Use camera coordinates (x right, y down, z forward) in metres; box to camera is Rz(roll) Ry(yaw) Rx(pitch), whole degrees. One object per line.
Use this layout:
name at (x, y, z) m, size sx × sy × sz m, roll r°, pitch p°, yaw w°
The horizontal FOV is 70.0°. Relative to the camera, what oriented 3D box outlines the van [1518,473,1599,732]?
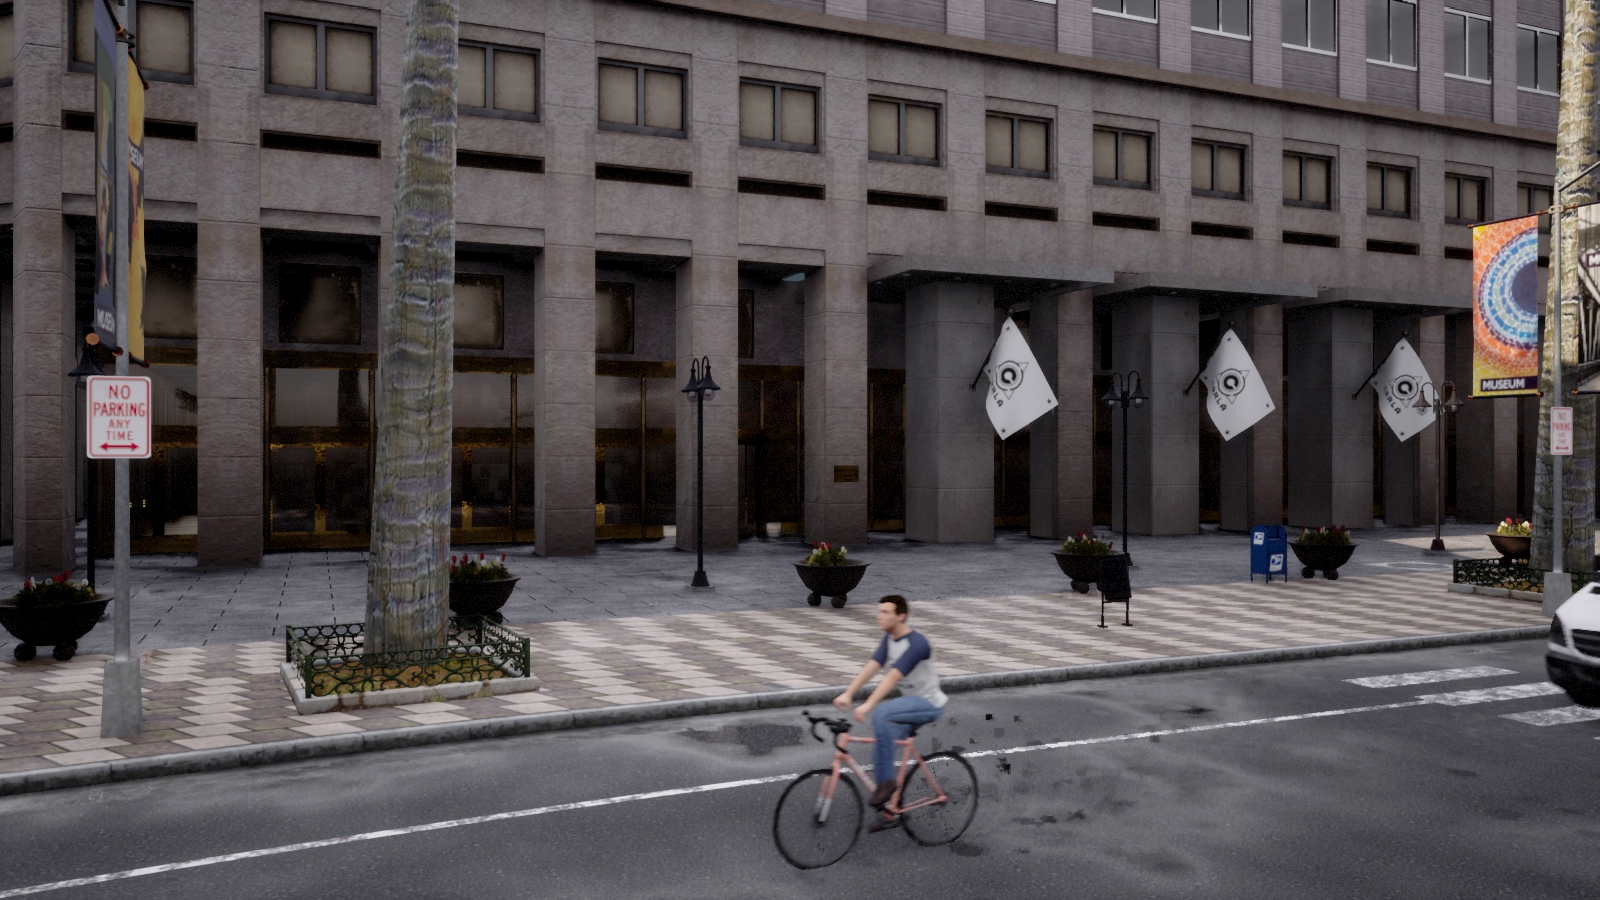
van at (10.761, 1.534, 12.371) m, size 5.915 × 2.561 × 1.988 m, roll 0°, pitch 0°, yaw -22°
